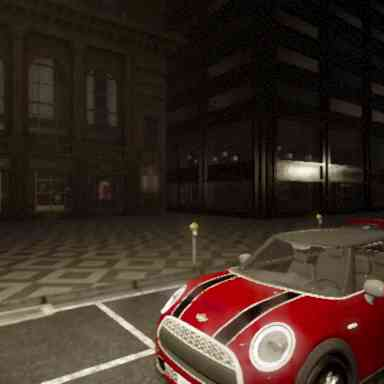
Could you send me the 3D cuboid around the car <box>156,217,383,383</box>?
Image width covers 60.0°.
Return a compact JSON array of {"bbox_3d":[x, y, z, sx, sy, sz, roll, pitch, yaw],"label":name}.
[{"bbox_3d":[1.764,1.351,4.647,4.553,1.767,2.097,0,0,-36],"label":"car"}]
